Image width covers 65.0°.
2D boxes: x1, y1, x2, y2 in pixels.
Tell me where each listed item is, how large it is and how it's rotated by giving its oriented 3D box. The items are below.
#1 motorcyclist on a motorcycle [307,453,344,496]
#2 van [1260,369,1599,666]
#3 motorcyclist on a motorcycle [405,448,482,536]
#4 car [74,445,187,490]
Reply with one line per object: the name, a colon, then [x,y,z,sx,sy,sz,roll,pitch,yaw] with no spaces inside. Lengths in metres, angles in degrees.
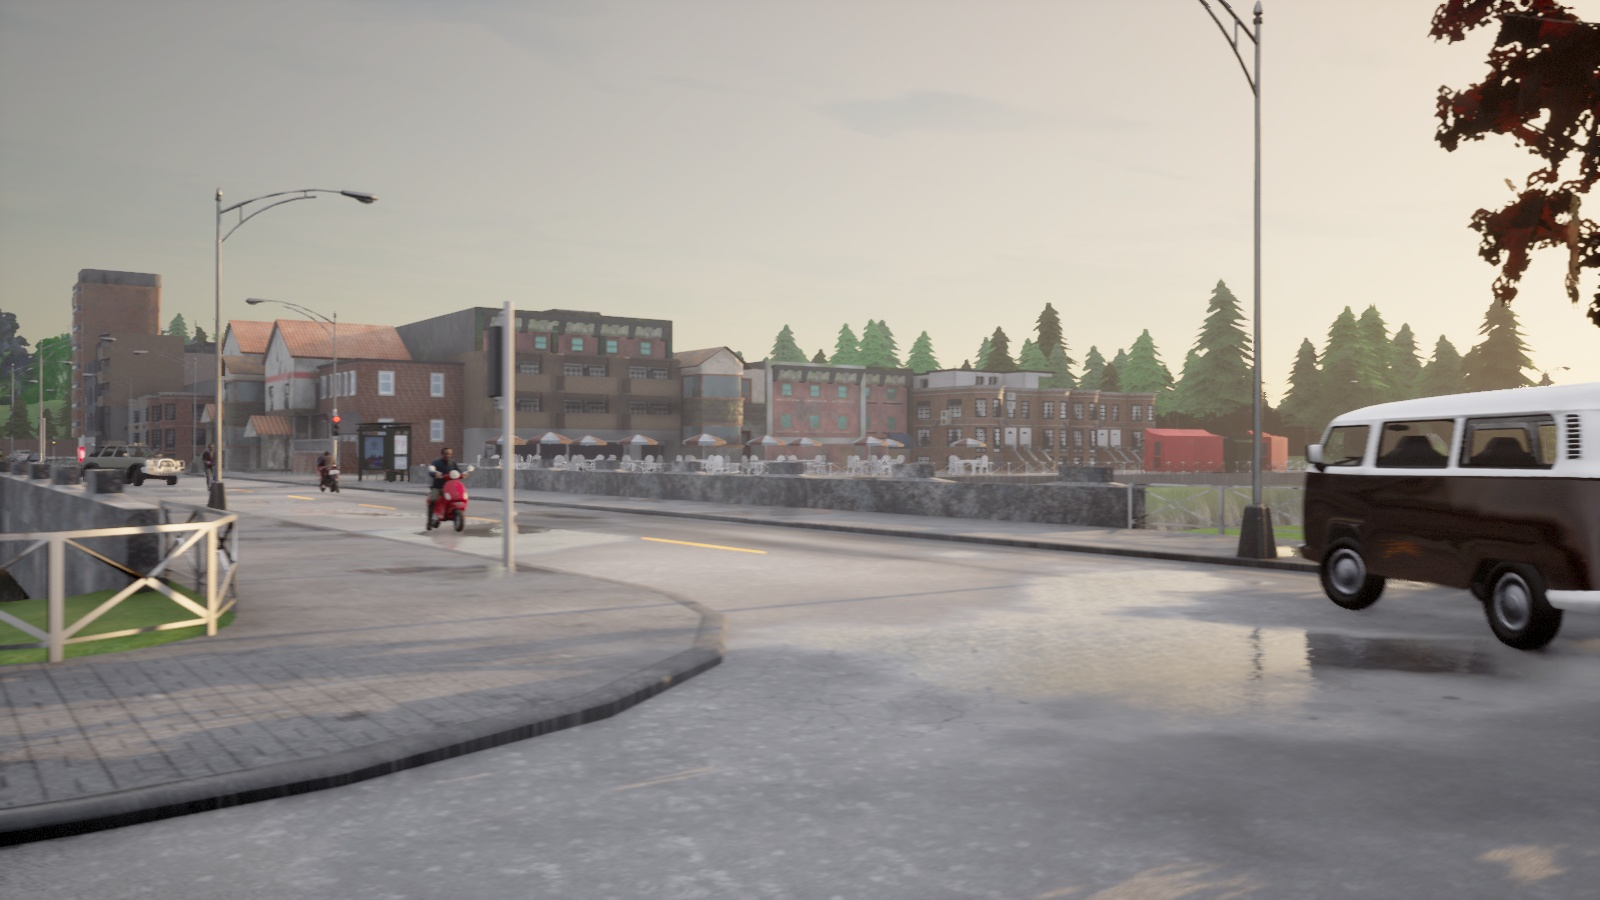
motorcyclist on a motorcycle: [-17.153,0.869,45.372,0.797,1.523,2.044,0,0,-35]
van: [6.048,0.481,10.940,2.069,2.038,4.480,1,0,-6]
motorcyclist on a motorcycle: [-6.805,0.769,23.896,0.866,1.590,1.817,0,0,-35]
car: [-28.853,0.748,54.137,4.605,1.855,1.932,0,-1,26]
